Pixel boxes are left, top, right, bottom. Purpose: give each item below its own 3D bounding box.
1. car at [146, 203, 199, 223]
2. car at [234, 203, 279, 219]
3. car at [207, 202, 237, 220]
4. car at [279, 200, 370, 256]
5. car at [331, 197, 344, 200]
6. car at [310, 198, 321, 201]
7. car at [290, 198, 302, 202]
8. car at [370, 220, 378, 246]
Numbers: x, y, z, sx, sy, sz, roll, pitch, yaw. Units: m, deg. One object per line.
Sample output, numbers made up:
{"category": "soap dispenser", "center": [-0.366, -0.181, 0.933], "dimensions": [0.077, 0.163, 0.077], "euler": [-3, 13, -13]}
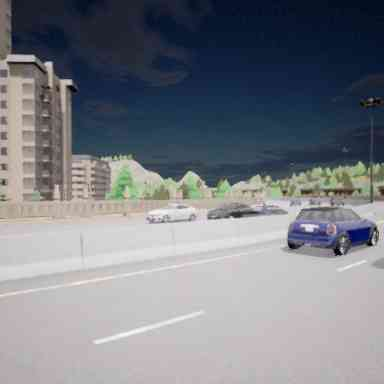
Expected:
{"category": "car", "center": [-1.445, 1.633, 26.253], "dimensions": [1.812, 1.442, 4.674], "euler": [0, 0, 44]}
{"category": "car", "center": [5.135, 1.643, 23.070], "dimensions": [1.994, 1.385, 4.181], "euler": [0, 0, 42]}
{"category": "car", "center": [3.148, 1.604, 26.053], "dimensions": [1.837, 1.490, 4.892], "euler": [0, 0, 42]}
{"category": "car", "center": [5.833, 1.383, 13.585], "dimensions": [4.553, 1.767, 2.097], "euler": [0, 0, -43]}
{"category": "car", "center": [26.019, 1.638, 59.584], "dimensions": [2.097, 1.767, 4.553], "euler": [-1, -1, 17]}
{"category": "car", "center": [23.334, 1.844, 62.885], "dimensions": [1.812, 1.442, 4.674], "euler": [0, 0, 16]}
{"category": "car", "center": [19.126, 1.862, 61.042], "dimensions": [1.812, 1.442, 4.674], "euler": [0, -1, 18]}
{"category": "car", "center": [7.790, 1.506, 10.608], "dimensions": [4.902, 1.511, 2.128], "euler": [0, 0, -43]}
